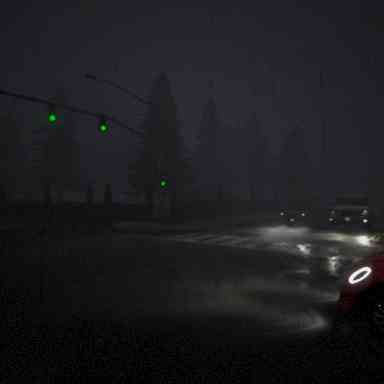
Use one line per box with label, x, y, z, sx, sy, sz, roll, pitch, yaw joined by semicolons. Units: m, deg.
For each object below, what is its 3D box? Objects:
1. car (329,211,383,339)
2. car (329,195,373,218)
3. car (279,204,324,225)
car;4.699;1.354;4.938;4.553;1.767;2.097;0;0;36
car;10.428;1.212;21.582;2.150;2.045;5.566;0;0;32
car;8.009;1.584;24.136;1.895;1.301;4.718;0;0;36
